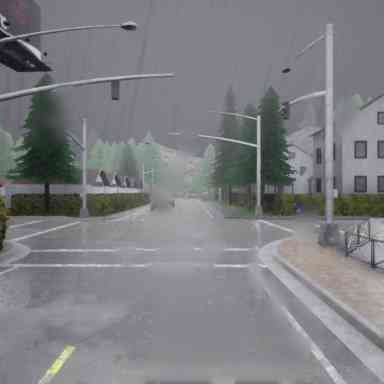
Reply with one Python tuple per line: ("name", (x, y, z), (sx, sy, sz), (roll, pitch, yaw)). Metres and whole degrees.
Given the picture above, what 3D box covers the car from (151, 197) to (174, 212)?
("car", (-3.591, 1.547, 38.460), (2.033, 1.411, 5.357), (0, 0, 0))
